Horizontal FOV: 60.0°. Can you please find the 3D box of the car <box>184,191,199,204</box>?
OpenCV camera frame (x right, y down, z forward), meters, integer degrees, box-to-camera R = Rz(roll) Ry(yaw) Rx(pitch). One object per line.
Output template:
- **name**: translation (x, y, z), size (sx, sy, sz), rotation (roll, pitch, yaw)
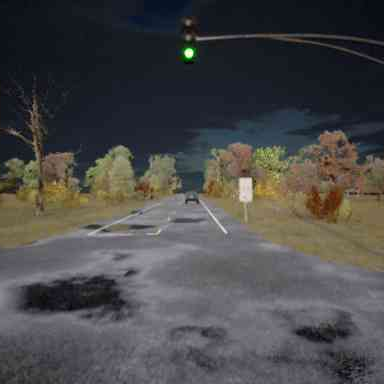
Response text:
- **car**: translation (-0.019, 0.840, 52.405), size (2.150, 2.045, 5.566), rotation (0, 0, 0)
